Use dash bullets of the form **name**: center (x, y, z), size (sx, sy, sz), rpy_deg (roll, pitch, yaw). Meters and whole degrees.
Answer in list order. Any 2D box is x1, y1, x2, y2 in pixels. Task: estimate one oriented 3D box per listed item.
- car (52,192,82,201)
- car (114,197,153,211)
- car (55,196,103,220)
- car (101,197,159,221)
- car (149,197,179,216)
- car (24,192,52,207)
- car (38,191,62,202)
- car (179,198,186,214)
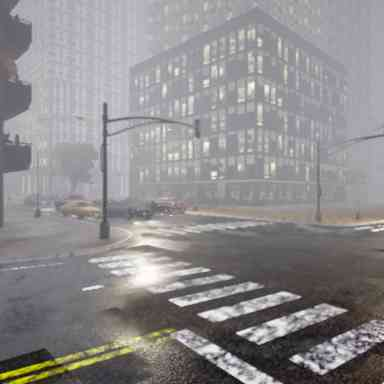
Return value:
- **car**: center (-11.359, 0.987, 32.183), size (2.097, 1.767, 4.553), rpy_deg (0, 1, -44)
- **car**: center (-6.289, 1.240, 35.282), size (1.947, 1.339, 4.313), rpy_deg (2, 0, -44)
- **car**: center (-8.386, 1.270, 25.260), size (1.752, 1.417, 4.829), rpy_deg (2, 0, -44)
- **car**: center (-4.799, 1.357, 25.378), size (1.994, 1.385, 4.181), rpy_deg (0, 1, -44)
- **car**: center (-3.795, 1.263, 28.936), size (2.128, 1.511, 4.902), rpy_deg (0, 1, -44)
- **car**: center (-18.372, 0.954, 39.469), size (2.128, 1.511, 4.902), rpy_deg (0, 1, -44)
- **car**: center (-22.108, 0.719, 51.689), size (1.967, 1.590, 4.097), rpy_deg (2, 0, -44)
- **car**: center (-2.511, 1.204, 31.485), size (1.967, 1.590, 4.097), rpy_deg (2, 0, -44)
